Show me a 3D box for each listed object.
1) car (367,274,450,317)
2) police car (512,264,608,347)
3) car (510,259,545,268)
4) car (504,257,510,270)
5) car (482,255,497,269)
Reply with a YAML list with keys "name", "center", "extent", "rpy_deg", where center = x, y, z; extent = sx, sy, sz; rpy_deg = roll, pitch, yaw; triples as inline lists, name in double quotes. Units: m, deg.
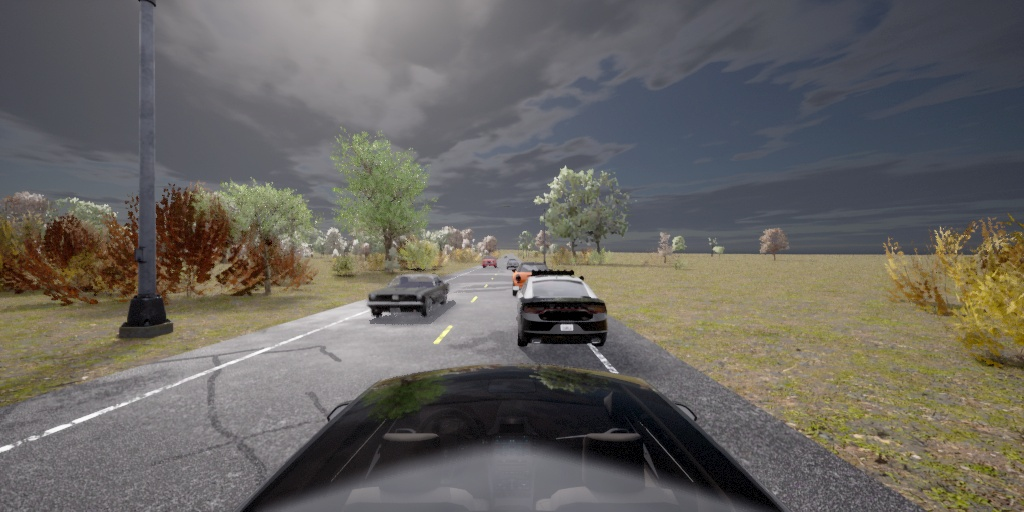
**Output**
- name: "car"
  center: [-3.588, 1.348, 13.239]
  extent: [1.895, 1.301, 4.718]
  rpy_deg: [0, 0, 0]
- name: "police car"
  center: [1.059, 1.174, 9.488]
  extent: [1.930, 1.638, 5.238]
  rpy_deg: [0, 0, 0]
- name: "car"
  center: [1.069, 1.095, 19.349]
  extent: [2.097, 1.767, 4.553]
  rpy_deg: [0, 0, 0]
- name: "car"
  center: [0.127, 1.246, 52.939]
  extent: [2.033, 1.411, 5.357]
  rpy_deg: [0, 0, 0]
- name: "car"
  center: [-3.533, 0.912, 56.927]
  extent: [2.150, 2.045, 5.566]
  rpy_deg: [0, 0, 0]
